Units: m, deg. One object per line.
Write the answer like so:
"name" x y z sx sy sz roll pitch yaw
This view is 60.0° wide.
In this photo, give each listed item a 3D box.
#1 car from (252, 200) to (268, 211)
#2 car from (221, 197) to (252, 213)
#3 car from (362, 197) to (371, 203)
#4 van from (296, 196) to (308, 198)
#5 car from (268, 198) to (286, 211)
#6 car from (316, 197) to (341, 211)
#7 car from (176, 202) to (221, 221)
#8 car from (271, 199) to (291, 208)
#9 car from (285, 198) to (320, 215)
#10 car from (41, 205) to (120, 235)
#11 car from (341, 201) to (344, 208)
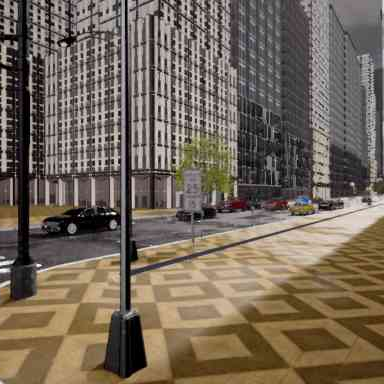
"car" 8.147 1.763 44.924 1.947 1.339 4.313 0 0 35
"car" 4.918 1.493 40.233 2.192 1.841 5.009 -1 -1 35
"car" 40.880 1.849 77.730 1.947 1.339 4.313 0 0 35
"van" 21.061 1.605 63.705 1.690 1.788 3.998 0 0 35
"car" 11.164 1.544 44.630 2.097 1.767 4.553 0 0 35
"car" 18.281 1.751 44.870 1.947 1.339 4.313 0 0 35
"car" 0.410 1.687 29.096 1.994 1.385 4.181 0 0 34
"car" 14.604 1.815 54.312 1.802 1.307 4.206 0 0 35
"car" 11.920 1.673 35.622 1.752 1.417 4.829 0 0 35
"car" -6.273 1.576 19.387 1.837 1.490 4.892 0 0 35
"car" 21.509 1.753 49.564 2.008 1.369 4.403 0 0 35
